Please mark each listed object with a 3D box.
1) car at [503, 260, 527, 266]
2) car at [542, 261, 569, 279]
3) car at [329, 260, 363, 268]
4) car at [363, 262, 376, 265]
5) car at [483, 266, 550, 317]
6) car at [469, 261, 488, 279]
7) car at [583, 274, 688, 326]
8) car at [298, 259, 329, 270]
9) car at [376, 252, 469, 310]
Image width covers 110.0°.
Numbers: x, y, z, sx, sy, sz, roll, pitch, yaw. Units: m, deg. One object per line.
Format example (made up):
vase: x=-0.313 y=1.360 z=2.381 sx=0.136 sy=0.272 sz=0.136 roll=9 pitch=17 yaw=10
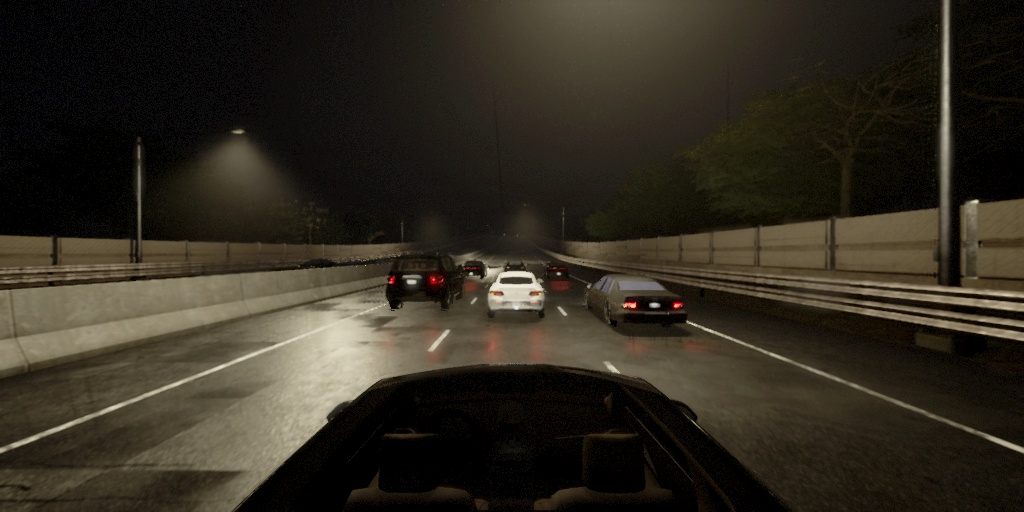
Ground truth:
car: x=0.258 y=1.122 z=30.839 sx=2.128 sy=1.511 sz=4.902 roll=0 pitch=1 yaw=0
car: x=3.760 y=1.136 z=30.941 sx=1.837 sy=1.490 sz=4.892 roll=0 pitch=0 yaw=0
car: x=-17.380 y=1.105 z=38.634 sx=1.994 sy=1.385 sz=4.181 roll=0 pitch=1 yaw=0
car: x=-13.878 y=1.028 z=39.091 sx=2.128 sy=1.511 sz=4.902 roll=0 pitch=1 yaw=0
car: x=0.151 y=1.266 z=12.969 sx=1.812 sy=1.442 sz=4.674 roll=0 pitch=0 yaw=0
car: x=-3.240 y=1.133 z=31.028 sx=1.837 sy=1.490 sz=4.892 roll=0 pitch=0 yaw=0
car: x=3.644 y=1.293 z=11.605 sx=2.033 sy=1.411 sz=5.357 roll=0 pitch=0 yaw=0
car: x=-20.880 y=1.018 z=38.559 sx=1.882 sy=1.535 sz=5.008 roll=0 pitch=1 yaw=0
car: x=-3.335 y=0.956 z=14.678 sx=2.150 sy=2.045 sz=5.566 roll=0 pitch=0 yaw=0
